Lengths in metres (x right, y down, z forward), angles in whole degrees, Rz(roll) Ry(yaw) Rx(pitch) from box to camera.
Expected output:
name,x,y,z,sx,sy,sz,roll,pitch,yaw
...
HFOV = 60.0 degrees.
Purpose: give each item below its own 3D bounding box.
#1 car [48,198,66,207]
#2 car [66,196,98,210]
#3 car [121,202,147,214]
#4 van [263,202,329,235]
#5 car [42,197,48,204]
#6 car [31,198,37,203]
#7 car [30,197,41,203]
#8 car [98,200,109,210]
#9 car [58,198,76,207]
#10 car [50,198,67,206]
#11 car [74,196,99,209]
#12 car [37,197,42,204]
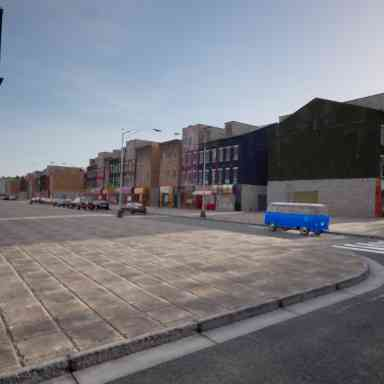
name,x,y,z,sx,sy,sz,roll,pitch,yaw
car,-20.686,1.710,52.710,2.033,1.411,5.357,3,-2,-36
car,-14.860,1.490,44.738,2.097,1.767,4.553,3,-2,-35
car,-6.630,1.809,37.722,1.802,1.307,4.206,3,-2,-36
van,6.171,1.555,19.992,1.690,1.788,3.998,3,-2,-36
car,-29.117,1.871,68.897,1.752,1.417,4.829,3,-2,-36
car,-35.412,1.839,77.628,1.967,1.590,4.097,3,-2,-36
car,-38.615,2.011,82.057,1.802,1.307,4.206,3,-2,-36
car,-13.026,1.814,46.590,1.947,1.339,4.313,3,-2,-36
car,-22.621,1.844,59.891,1.887,1.381,4.507,3,-2,-36
car,-25.820,1.887,64.324,1.947,1.339,4.313,3,-2,-36
car,-16.216,1.578,51.029,2.192,1.841,5.009,3,-2,-36
car,-32.218,1.953,73.191,1.802,1.307,4.206,3,-2,-36
